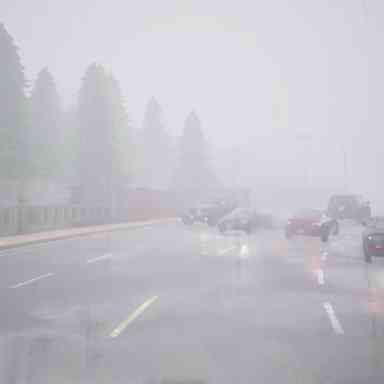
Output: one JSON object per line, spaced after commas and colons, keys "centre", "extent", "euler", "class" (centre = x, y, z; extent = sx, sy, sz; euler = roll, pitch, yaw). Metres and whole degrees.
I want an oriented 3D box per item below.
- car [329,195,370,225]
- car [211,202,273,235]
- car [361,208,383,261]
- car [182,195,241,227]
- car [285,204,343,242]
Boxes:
{"centre": [11.497, 1.221, 24.272], "extent": [2.150, 2.045, 5.566], "euler": [0, 0, 36], "class": "car"}
{"centre": [3.213, 1.525, 19.149], "extent": [1.812, 1.442, 4.674], "euler": [0, 0, 34], "class": "car"}
{"centre": [7.046, 1.525, 11.653], "extent": [1.812, 1.442, 4.674], "euler": [0, 0, 28], "class": "car"}
{"centre": [1.587, 1.221, 22.986], "extent": [2.150, 2.045, 5.566], "euler": [0, 0, 36], "class": "car"}
{"centre": [5.958, 1.525, 16.393], "extent": [1.812, 1.442, 4.674], "euler": [0, 0, 32], "class": "car"}
